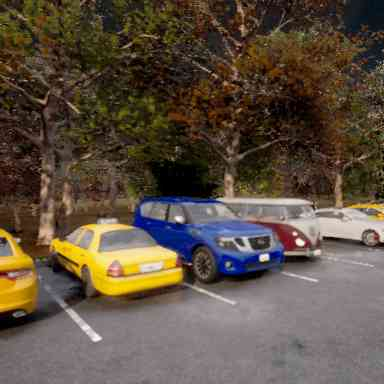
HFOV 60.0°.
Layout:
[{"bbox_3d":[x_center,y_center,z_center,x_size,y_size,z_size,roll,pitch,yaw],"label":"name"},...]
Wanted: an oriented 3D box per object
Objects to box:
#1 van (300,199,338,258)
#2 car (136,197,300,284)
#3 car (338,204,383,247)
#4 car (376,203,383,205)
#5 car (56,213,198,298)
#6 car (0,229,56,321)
[{"bbox_3d":[2.423,1.210,11.637,1.878,1.987,4.442,0,0,-35],"label":"van"},{"bbox_3d":[0.103,1.199,10.093,2.435,2.045,5.566,0,0,-35],"label":"car"},{"bbox_3d":[6.892,1.447,14.966,2.002,1.452,4.674,0,0,-35],"label":"car"},{"bbox_3d":[9.159,1.392,16.583,2.097,1.535,5.008,0,0,-35],"label":"car"},{"bbox_3d":[-2.288,1.461,8.653,1.946,1.575,5.366,0,0,-35],"label":"car"},{"bbox_3d":[-4.547,1.479,6.811,2.097,1.535,5.008,0,0,-35],"label":"car"}]
